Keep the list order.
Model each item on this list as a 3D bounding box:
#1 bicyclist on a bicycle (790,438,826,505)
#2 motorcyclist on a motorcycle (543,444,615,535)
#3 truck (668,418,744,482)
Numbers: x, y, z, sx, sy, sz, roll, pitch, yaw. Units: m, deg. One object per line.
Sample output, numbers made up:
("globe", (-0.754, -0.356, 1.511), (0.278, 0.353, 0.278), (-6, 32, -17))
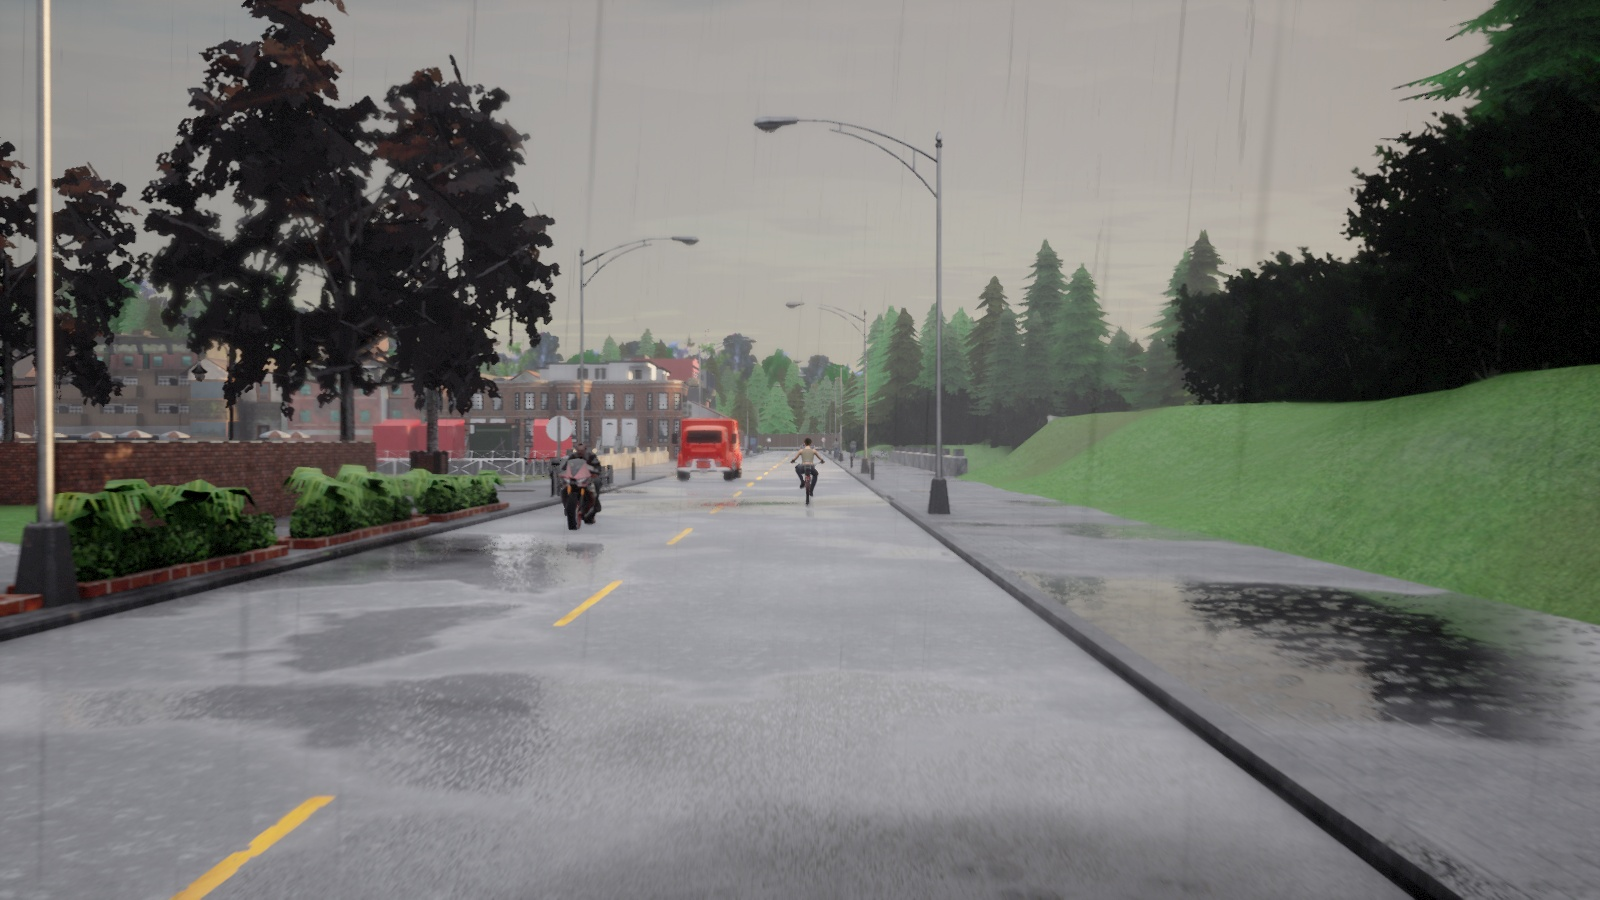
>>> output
("bicyclist on a bicycle", (0.189, 0.509, 30.823), (0.866, 1.612, 1.509), (0, 0, 0))
("motorcyclist on a motorcycle", (-3.861, 0.654, 22.100), (0.866, 1.530, 2.191), (0, 0, 0))
("truck", (-3.700, -0.036, 50.564), (2.627, 2.467, 5.204), (0, 1, 0))
